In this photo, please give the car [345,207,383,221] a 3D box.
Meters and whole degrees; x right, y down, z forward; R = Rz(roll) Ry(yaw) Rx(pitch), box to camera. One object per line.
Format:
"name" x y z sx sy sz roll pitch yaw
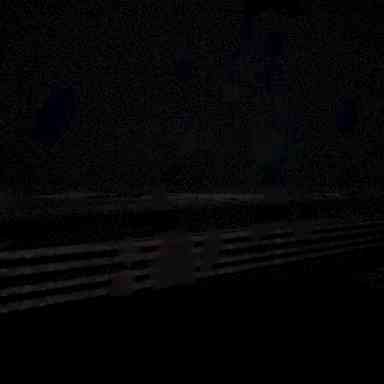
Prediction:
"car" 18.100 2.190 33.838 5.357 1.411 2.033 -2 1 -24
